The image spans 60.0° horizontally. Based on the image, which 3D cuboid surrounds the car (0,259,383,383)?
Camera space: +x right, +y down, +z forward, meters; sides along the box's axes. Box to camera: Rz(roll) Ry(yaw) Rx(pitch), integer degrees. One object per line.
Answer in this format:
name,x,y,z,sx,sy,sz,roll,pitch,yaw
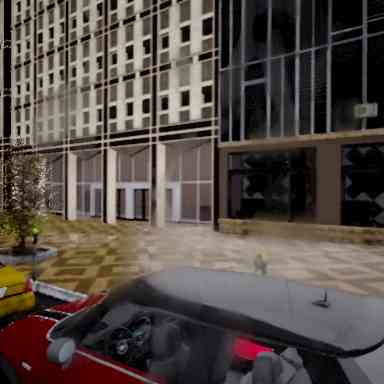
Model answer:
car,-0.166,1.444,2.982,4.097,1.590,1.967,0,0,36
